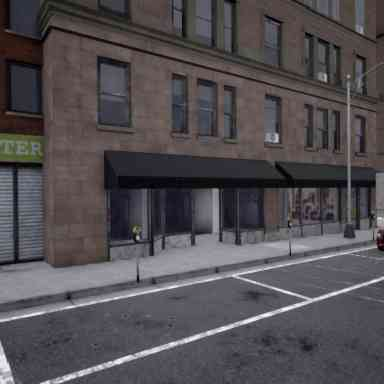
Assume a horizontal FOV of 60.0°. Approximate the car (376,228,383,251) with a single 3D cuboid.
[{"bbox_3d":[8.866,1.540,12.865,4.507,1.381,1.887,0,-1,-35],"label":"car"}]
